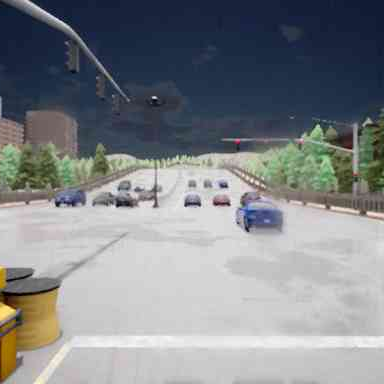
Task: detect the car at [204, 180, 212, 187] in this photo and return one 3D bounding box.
[{"bbox_3d":[3.609,-1.960,76.151,2.033,1.411,5.357,0,8,0],"label":"car"}]

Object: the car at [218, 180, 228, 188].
[{"bbox_3d":[7.107,-1.963,75.711,1.882,1.535,5.008,0,8,0],"label":"car"}]

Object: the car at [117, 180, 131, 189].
[{"bbox_3d":[-13.930,-1.293,68.836,2.150,2.045,5.566,0,6,0],"label":"car"}]

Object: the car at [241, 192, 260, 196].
[{"bbox_3d":[7.091,0.763,40.162,2.097,1.767,4.553,0,1,0],"label":"car"}]

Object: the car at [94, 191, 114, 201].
[{"bbox_3d":[-14.058,0.561,53.497,1.895,1.301,4.718,0,3,1],"label":"car"}]

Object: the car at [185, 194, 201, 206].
[{"bbox_3d":[0.090,0.963,40.983,1.994,1.385,4.181,0,1,0],"label":"car"}]

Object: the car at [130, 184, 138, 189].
[{"bbox_3d":[-10.450,-0.560,66.148,1.895,1.301,4.718,0,7,1],"label":"car"}]

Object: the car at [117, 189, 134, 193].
[{"bbox_3d":[-10.579,0.693,50.414,1.994,1.385,4.181,0,3,0],"label":"car"}]

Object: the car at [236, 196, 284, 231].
[{"bbox_3d":[3.595,1.211,18.348,1.882,1.535,5.008,0,1,0],"label":"car"}]

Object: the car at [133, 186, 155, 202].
[{"bbox_3d":[-7.078,0.475,50.542,2.097,1.767,4.553,0,3,0],"label":"car"}]

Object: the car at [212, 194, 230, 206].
[{"bbox_3d":[3.591,0.961,41.120,1.994,1.385,4.181,0,1,0],"label":"car"}]

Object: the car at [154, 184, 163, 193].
[{"bbox_3d":[-6.959,-0.683,66.307,2.128,1.511,4.902,0,6,1],"label":"car"}]

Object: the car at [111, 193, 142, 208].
[{"bbox_3d":[-7.100,1.066,36.683,1.895,1.301,4.718,0,1,0],"label":"car"}]

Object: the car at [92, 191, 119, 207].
[{"bbox_3d":[-10.591,0.918,40.031,1.837,1.490,4.892,0,1,0],"label":"car"}]

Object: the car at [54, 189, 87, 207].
[{"bbox_3d":[-14.101,0.655,38.972,2.150,2.045,5.566,0,1,0],"label":"car"}]

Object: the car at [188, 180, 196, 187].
[{"bbox_3d":[0.109,-1.960,76.169,2.033,1.411,5.357,0,8,0],"label":"car"}]
